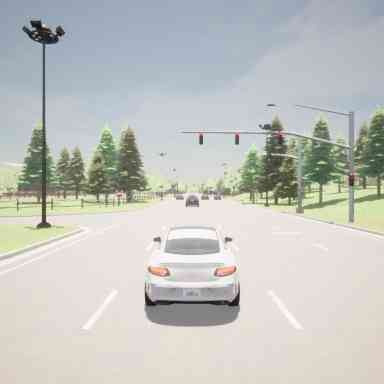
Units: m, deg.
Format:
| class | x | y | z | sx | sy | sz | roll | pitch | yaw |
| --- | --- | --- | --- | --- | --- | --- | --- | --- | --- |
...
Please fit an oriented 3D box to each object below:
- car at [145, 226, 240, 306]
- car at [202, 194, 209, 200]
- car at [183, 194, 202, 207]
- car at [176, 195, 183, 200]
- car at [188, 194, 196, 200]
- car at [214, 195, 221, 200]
| class | x | y | z | sx | sy | sz | roll | pitch | yaw |
| --- | --- | --- | --- | --- | --- | --- | --- | --- | --- |
| car | 0.017 | 1.526 | 7.884 | 1.812 | 1.442 | 4.674 | 0 | 0 | 0 |
| car | 3.625 | 1.355 | 93.199 | 2.097 | 1.767 | 4.553 | 0 | 0 | 0 |
| car | 0.070 | 1.352 | 51.757 | 2.097 | 1.767 | 4.553 | 0 | 0 | 0 |
| car | -3.375 | 1.552 | 93.205 | 1.994 | 1.385 | 4.181 | 0 | 0 | 0 |
| car | 0.121 | 1.355 | 89.870 | 2.097 | 1.767 | 4.553 | 0 | 0 | 0 |
| car | 7.125 | 1.525 | 93.224 | 2.128 | 1.511 | 4.902 | 0 | 0 | 0 |
